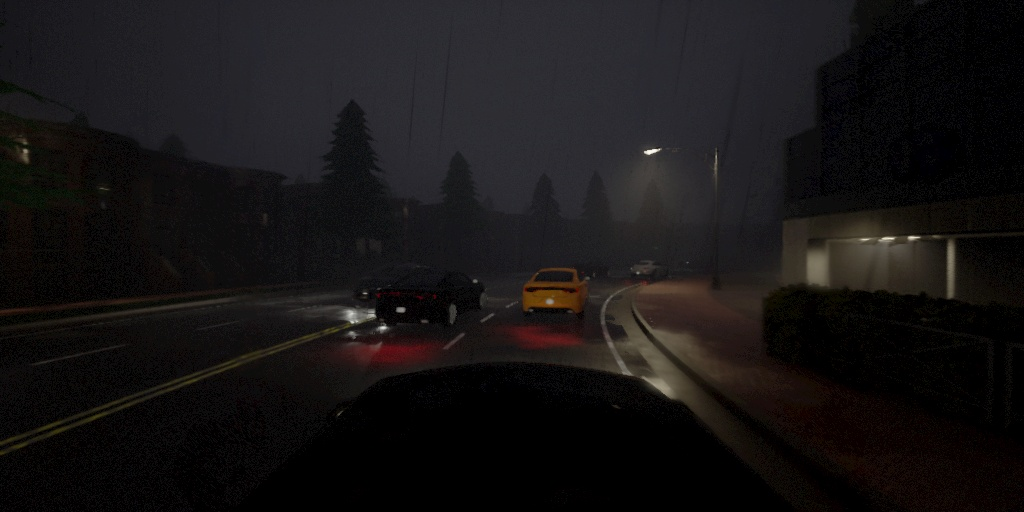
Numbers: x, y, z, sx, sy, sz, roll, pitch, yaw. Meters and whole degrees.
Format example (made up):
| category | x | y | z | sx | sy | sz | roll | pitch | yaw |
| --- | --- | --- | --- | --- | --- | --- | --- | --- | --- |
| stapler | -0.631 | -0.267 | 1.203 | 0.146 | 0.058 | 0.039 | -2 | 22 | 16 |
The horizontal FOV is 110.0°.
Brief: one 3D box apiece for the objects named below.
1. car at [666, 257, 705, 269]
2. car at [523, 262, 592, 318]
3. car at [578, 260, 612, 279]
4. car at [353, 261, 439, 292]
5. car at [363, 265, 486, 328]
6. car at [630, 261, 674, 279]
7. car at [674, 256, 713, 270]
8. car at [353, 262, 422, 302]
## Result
| category | x | y | z | sx | sy | sz | roll | pitch | yaw |
| --- | --- | --- | --- | --- | --- | --- | --- | --- | --- |
| car | 24.254 | 0.929 | 50.138 | 5.008 | 1.535 | 1.882 | 0 | 0 | -18 |
| car | 1.696 | 1.152 | 12.777 | 1.882 | 1.535 | 5.008 | 0 | 0 | 14 |
| car | 6.572 | 1.069 | 29.593 | 1.837 | 1.490 | 4.892 | 0 | 0 | 38 |
| car | -6.637 | 1.090 | 21.121 | 2.128 | 1.511 | 4.902 | 0 | 0 | 23 |
| car | -2.250 | 1.155 | 11.247 | 1.882 | 1.535 | 5.008 | 0 | 0 | 11 |
| car | 11.508 | 1.097 | 29.941 | 1.812 | 1.442 | 4.674 | 0 | 0 | 43 |
| car | 23.500 | 0.830 | 46.146 | 4.553 | 1.767 | 2.097 | 0 | 1 | -20 |
| car | -4.820 | 1.144 | 15.872 | 1.837 | 1.490 | 4.892 | 0 | 0 | 18 |
